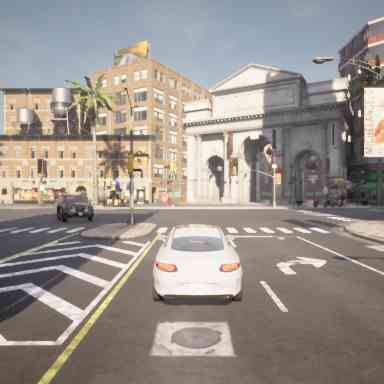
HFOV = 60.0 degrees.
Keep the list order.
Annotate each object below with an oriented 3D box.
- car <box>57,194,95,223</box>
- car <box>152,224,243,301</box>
[{"bbox_3d":[-9.235,1.221,26.165,2.150,2.045,5.566,1,-1,-28],"label":"car"},{"bbox_3d":[0.109,1.526,8.211,1.812,1.442,4.674,0,0,0],"label":"car"}]
